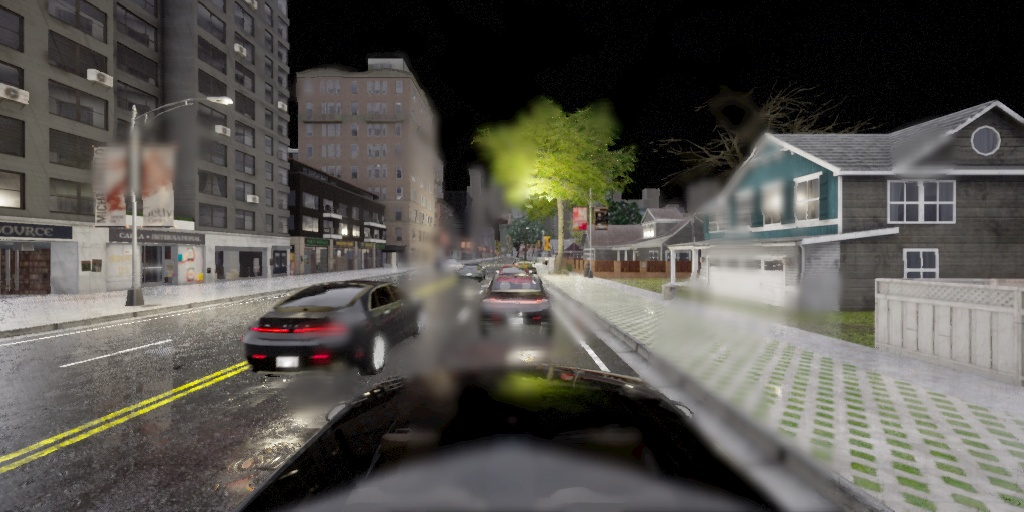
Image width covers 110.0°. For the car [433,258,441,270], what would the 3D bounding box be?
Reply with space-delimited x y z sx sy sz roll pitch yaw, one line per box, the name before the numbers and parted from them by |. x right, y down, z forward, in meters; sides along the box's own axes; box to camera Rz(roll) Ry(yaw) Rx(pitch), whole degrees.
car | -9.787 1.053 50.872 2.097 1.767 4.553 0 0 0

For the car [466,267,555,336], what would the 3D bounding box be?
car | 0.113 1.239 10.357 2.128 1.511 4.902 0 0 0

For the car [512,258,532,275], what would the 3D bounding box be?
car | 1.019 1.068 39.450 2.097 1.767 4.553 0 0 0

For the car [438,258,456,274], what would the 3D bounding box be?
car | -6.555 1.242 39.952 1.812 1.442 4.674 0 0 0

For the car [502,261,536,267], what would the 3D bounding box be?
car | 0.122 1.219 19.860 1.882 1.535 5.008 0 0 0

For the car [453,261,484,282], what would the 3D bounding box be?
car | -3.116 1.296 28.335 1.994 1.385 4.181 0 0 0

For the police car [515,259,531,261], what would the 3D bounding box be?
police car | 1.008 1.156 29.590 1.930 1.638 5.238 0 0 0

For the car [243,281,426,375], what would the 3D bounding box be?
car | -3.142 1.252 7.443 1.837 1.490 4.892 0 0 0
